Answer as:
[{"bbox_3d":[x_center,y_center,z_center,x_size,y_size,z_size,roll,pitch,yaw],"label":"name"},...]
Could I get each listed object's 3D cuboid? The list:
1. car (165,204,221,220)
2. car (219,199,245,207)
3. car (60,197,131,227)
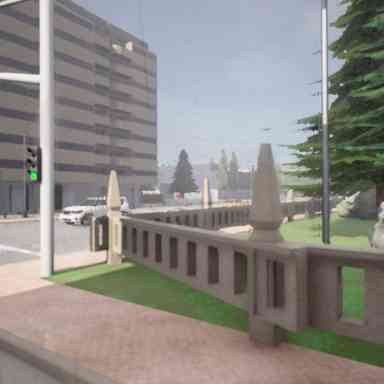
[{"bbox_3d":[-0.214,1.742,22.797,1.895,1.301,4.718,0,0,35],"label":"car"},{"bbox_3d":[5.107,1.665,42.858,1.882,1.535,5.008,0,0,35],"label":"car"},{"bbox_3d":[-7.156,1.408,25.251,2.150,2.045,5.566,0,0,35],"label":"car"}]
